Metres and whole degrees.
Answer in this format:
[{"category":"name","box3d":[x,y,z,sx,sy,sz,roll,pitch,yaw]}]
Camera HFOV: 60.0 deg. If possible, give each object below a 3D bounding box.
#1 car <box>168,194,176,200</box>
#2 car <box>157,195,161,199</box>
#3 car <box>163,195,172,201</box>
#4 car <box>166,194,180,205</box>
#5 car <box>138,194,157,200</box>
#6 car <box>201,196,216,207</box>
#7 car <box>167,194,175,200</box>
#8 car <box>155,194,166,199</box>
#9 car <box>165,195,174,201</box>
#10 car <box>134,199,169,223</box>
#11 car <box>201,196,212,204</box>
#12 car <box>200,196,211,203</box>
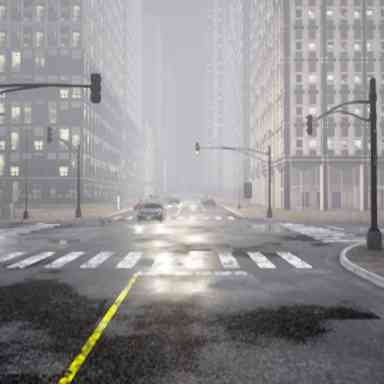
[{"category":"car","box3d":[-5.695,1.393,95.021,2.008,1.369,4.403,1,0,0]},{"category":"car","box3d":[-5.686,1.506,44.845,1.802,1.307,4.206,1,0,0]},{"category":"car","box3d":[-5.692,1.413,78.295,1.887,1.381,4.507,1,0,0]},{"category":"car","box3d":[-3.012,1.475,57.328,1.895,1.301,4.718,0,0,0]},{"category":"car","box3d":[-5.682,1.374,39.269,1.967,1.590,4.097,1,0,0]},{"category":"car","box3d":[2.693,1.497,50.483,1.802,1.307,4.206,1,0,0]},{"category":"car","box3d":[-5.694,1.395,89.446,1.887,1.381,4.507,1,0,0]},{"category":"car","box3d":[-5.681,1.230,50.420,2.192,1.841,5.009,1,0,0]},{"category":"car","box3d":[-5.693,1.410,83.871,2.008,1.369,4.403,1,0,0]},{"category":"car","box3d":[-3.001,1.512,25.389,1.812,1.442,4.674,0,0,0]},{"category":"car","box3d":[2.693,1.421,61.809,1.752,1.417,4.829,1,0,0]},{"category":"car","box3d":[2.690,1.453,67.216,1.947,1.339,4.313,1,0,0]}]
